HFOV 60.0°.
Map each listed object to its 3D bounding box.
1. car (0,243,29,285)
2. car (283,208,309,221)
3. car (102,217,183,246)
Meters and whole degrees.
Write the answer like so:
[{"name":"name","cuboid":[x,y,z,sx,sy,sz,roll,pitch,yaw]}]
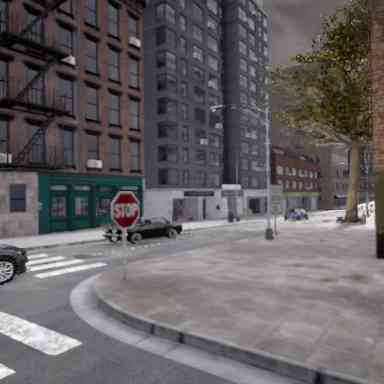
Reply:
[{"name":"car","cuboid":[-6.537,1.695,8.045,1.837,1.490,4.892,-2,-2,35]},{"name":"car","cuboid":[12.455,2.676,39.630,1.812,1.442,4.674,-1,-2,36]},{"name":"car","cuboid":[-2.617,2.094,18.469,1.895,1.301,4.718,-1,-2,35]}]
